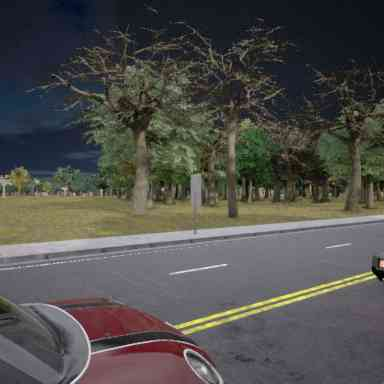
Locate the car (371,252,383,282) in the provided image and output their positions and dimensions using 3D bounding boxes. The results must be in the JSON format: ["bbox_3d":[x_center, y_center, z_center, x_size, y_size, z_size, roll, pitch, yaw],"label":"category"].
[{"bbox_3d":[6.382,1.603,7.978,4.718,1.301,1.895,0,0,-35],"label":"car"}]

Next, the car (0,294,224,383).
[{"bbox_3d":[-1.894,1.352,2.089,4.553,1.767,2.097,0,0,-35],"label":"car"}]
